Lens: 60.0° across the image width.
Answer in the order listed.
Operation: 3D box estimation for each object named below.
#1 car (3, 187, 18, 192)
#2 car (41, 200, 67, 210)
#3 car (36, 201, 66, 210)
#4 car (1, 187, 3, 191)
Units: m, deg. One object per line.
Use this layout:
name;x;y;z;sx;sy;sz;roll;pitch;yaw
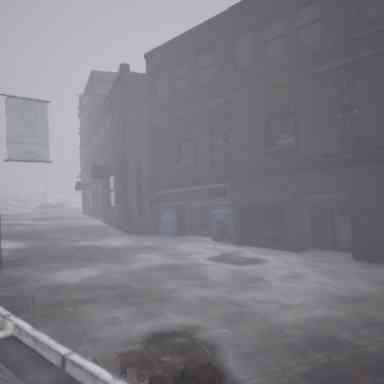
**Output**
car;-46.157;-0.353;81.986;2.231;1.521;4.892;-4;-3;6
car;-25.374;2.430;61.461;1.882;1.535;5.008;-4;-1;13
car;-23.232;2.261;54.533;1.895;1.301;4.718;-4;-1;13
car;-46.777;-0.573;76.605;2.002;1.452;4.674;-4;-3;8
